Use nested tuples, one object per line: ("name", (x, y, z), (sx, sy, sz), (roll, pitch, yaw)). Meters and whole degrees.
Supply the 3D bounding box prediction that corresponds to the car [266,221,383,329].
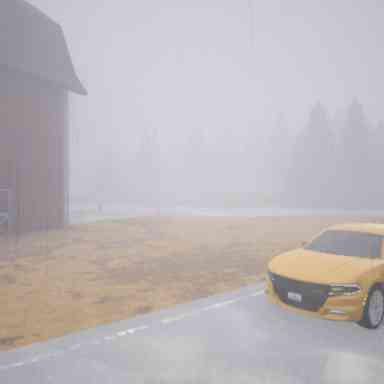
("car", (3.608, 1.430, 7.076), (5.008, 1.535, 1.882), (-1, 0, -40))
